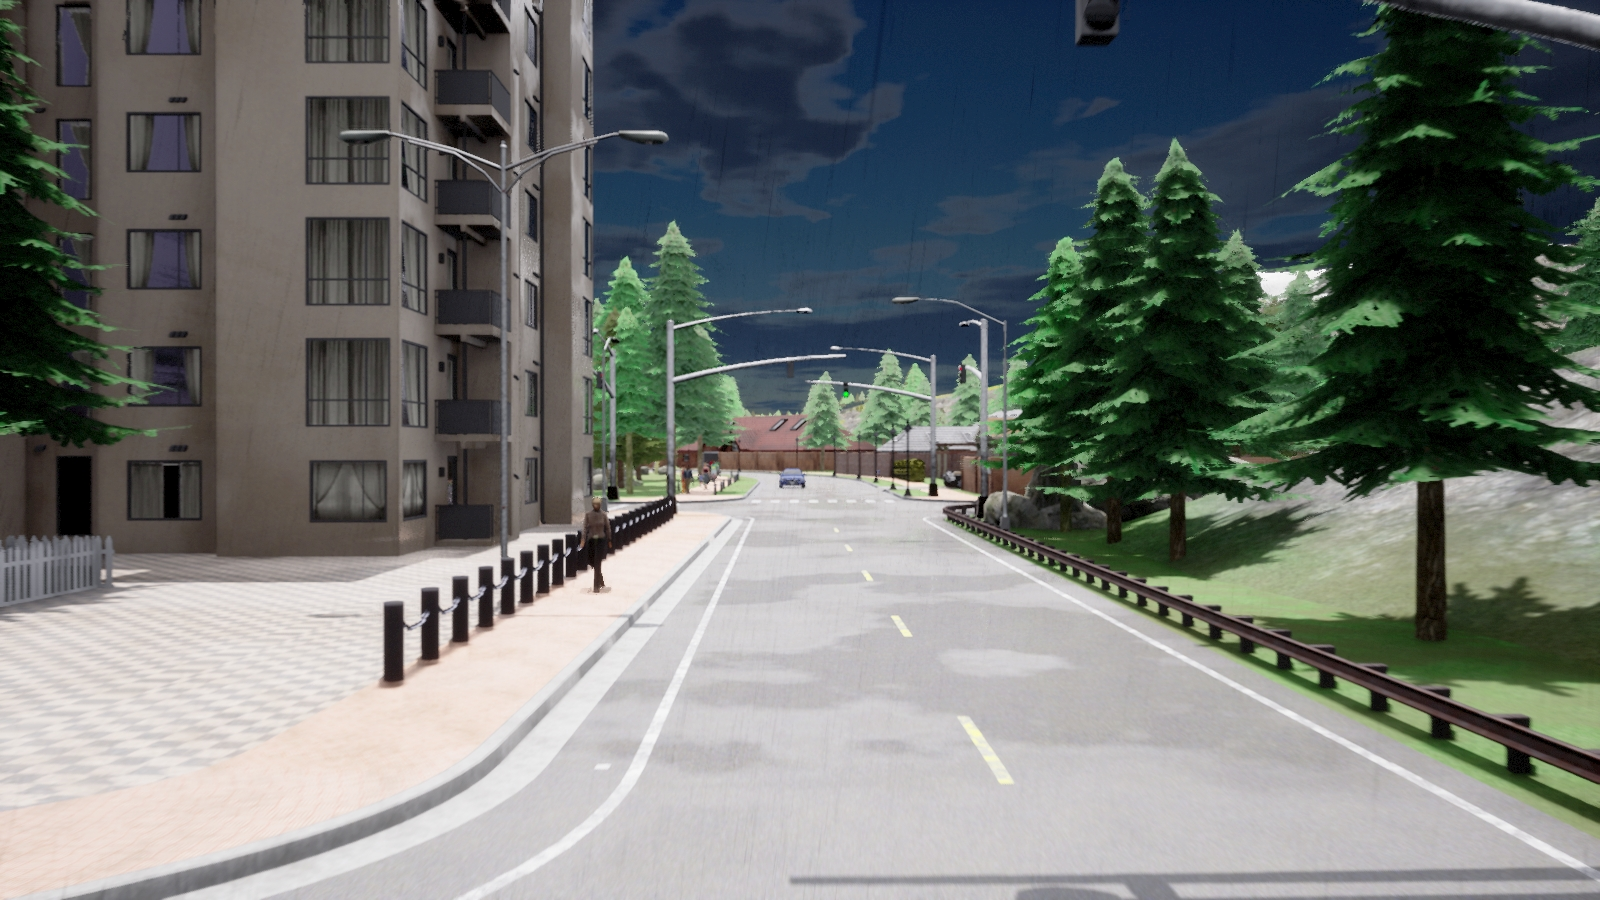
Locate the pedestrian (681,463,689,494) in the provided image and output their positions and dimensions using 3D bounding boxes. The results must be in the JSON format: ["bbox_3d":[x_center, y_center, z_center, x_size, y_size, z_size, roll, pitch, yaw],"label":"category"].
[{"bbox_3d":[-6.861,1.696,67.989,0.375,1.860,0.375,0,0,8],"label":"pedestrian"}]

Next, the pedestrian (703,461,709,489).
[{"bbox_3d":[-6.320,1.698,76.590,0.375,1.860,0.375,0,0,3],"label":"pedestrian"}]

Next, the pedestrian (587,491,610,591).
[{"bbox_3d":[-3.787,1.706,21.484,0.375,1.860,0.375,0,0,-1],"label":"pedestrian"}]

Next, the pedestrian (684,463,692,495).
[{"bbox_3d":[-6.584,1.694,67.281,0.375,1.860,0.375,0,0,8],"label":"pedestrian"}]
